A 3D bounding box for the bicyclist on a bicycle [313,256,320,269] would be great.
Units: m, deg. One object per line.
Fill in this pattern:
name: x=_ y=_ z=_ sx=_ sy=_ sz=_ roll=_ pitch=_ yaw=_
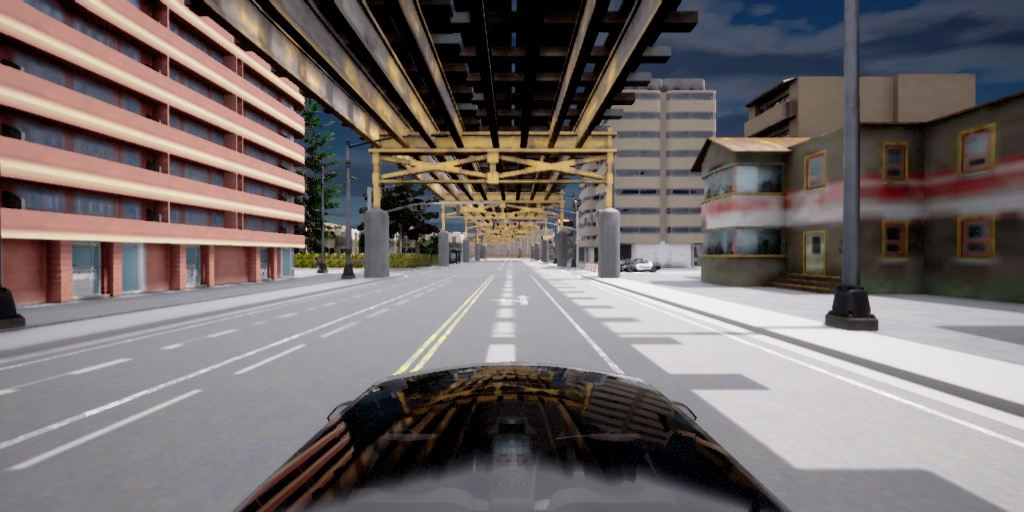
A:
bicyclist on a bicycle: x=-25.262 y=0.864 z=46.380 sx=0.582 sy=1.620 sz=1.656 roll=0 pitch=0 yaw=0
